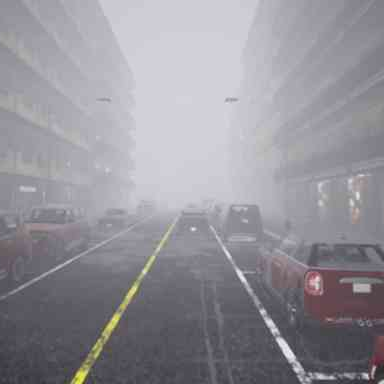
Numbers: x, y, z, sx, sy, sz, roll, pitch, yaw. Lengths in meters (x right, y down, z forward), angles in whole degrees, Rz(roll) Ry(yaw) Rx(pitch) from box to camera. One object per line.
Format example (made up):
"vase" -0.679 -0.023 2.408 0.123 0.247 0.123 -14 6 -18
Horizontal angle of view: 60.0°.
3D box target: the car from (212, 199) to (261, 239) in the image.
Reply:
"car" 2.525 1.474 18.067 2.192 1.841 5.009 1 -1 0

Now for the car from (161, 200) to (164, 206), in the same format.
"car" -5.372 1.981 45.763 1.887 1.381 4.507 1 -1 0

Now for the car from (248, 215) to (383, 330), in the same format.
"car" 2.582 1.502 7.005 1.967 1.590 4.097 1 -1 0

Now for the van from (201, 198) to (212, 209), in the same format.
"van" 2.460 1.901 56.786 1.690 1.788 3.998 1 -1 0

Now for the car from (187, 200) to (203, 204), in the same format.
"car" 0.042 1.874 37.541 1.812 1.442 4.674 0 -1 0

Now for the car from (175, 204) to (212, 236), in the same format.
"car" 0.070 1.677 19.520 1.837 1.490 4.892 0 -1 0

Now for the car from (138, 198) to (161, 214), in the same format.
"car" -5.357 1.692 40.234 2.192 1.841 5.009 1 -1 0

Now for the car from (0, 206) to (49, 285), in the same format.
"car" -5.303 1.377 7.054 2.192 1.841 5.009 1 0 0

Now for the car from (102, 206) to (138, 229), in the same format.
"car" -5.336 1.777 23.643 1.947 1.339 4.313 1 -1 0

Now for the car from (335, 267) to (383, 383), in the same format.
"car" 2.581 1.559 1.472 1.887 1.381 4.507 1 0 0

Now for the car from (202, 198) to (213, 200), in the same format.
"car" 2.470 1.812 51.254 2.192 1.841 5.009 1 -1 0

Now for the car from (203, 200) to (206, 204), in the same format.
"car" 2.483 1.958 40.190 1.802 1.307 4.206 1 -1 0

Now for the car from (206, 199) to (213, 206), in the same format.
"car" 2.504 1.704 29.129 1.967 1.590 4.097 1 -1 0

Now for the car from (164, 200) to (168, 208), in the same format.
"car" -5.400 2.207 62.356 1.802 1.307 4.206 1 -1 0

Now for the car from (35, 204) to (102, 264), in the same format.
"car" -5.312 1.425 12.583 2.192 1.841 5.009 1 0 0
